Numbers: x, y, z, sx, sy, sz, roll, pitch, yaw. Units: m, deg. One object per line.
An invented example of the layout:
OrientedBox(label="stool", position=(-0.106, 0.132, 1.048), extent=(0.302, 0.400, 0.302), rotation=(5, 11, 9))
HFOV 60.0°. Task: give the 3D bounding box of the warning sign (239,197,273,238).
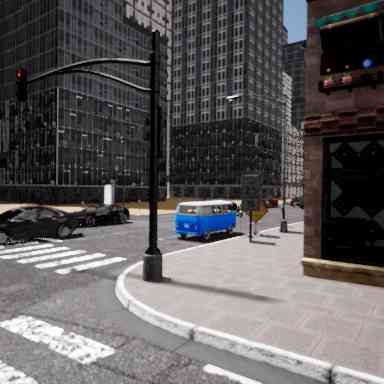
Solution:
OrientedBox(label="warning sign", position=(3.106, 1.173, 16.135), extent=(1.300, 1.860, 1.060), rotation=(1, 1, 35))

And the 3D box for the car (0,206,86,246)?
OrientedBox(label="car", position=(-7.607, 1.448, 15.175), extent=(1.837, 1.490, 4.892), rotation=(1, 1, 35))

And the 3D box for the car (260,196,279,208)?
OrientedBox(label="car", position=(10.037, 1.283, 44.428), extent=(1.967, 1.590, 4.097), rotation=(1, 1, 35))

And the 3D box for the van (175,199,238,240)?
OrientedBox(label="van", position=(0.825, 1.363, 17.030), extent=(1.690, 1.788, 3.998), rotation=(1, 1, 35))

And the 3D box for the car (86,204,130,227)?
OrientedBox(label="car", position=(-6.005, 1.456, 21.893), extent=(1.947, 1.339, 4.313), rotation=(1, 1, 35))

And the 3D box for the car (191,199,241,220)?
OrientedBox(label="car", position=(2.207, 1.402, 28.959), extent=(2.128, 1.511, 4.902), rotation=(1, 1, 35))

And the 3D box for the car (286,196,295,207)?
OrientedBox(label="car", position=(15.511, 1.384, 47.499), extent=(1.837, 1.490, 4.892), rotation=(1, 0, 36))

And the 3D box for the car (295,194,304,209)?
OrientedBox(label="car", position=(15.417, 1.152, 42.100), extent=(2.150, 2.045, 5.566), rotation=(1, 1, 36))
